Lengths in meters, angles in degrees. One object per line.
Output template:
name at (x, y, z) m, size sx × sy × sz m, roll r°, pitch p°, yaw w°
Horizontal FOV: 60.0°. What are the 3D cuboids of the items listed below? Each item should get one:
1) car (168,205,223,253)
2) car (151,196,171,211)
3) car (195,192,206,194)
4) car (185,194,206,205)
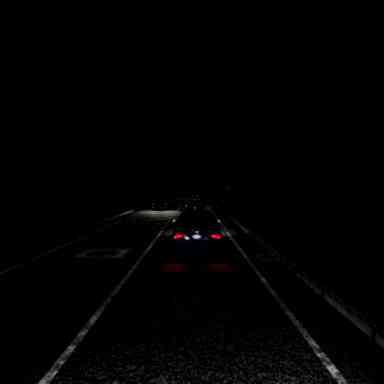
car at (0.178, 1.476, 13.240) m, size 2.033 × 1.411 × 5.357 m, roll 0°, pitch 0°, yaw 0°
car at (-3.327, 1.183, 36.493) m, size 1.882 × 1.535 × 5.008 m, roll 0°, pitch 1°, yaw 1°
car at (1.629, 0.691, 77.690) m, size 1.882 × 1.535 × 5.008 m, roll 0°, pitch 1°, yaw 26°
car at (0.319, 1.231, 33.245) m, size 2.128 × 1.511 × 4.902 m, roll 0°, pitch 1°, yaw 0°
